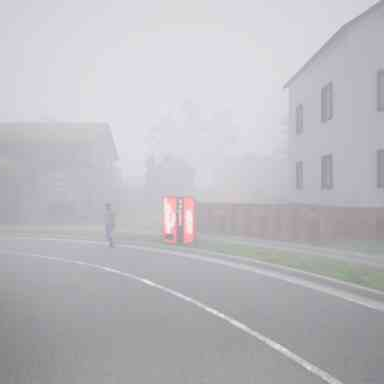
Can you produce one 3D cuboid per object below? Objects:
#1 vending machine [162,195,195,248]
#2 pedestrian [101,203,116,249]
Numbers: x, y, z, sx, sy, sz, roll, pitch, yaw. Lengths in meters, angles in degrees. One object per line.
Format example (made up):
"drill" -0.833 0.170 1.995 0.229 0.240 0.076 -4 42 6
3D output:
"vending machine" -0.548 1.178 14.004 0.880 2.100 1.100 0 0 38
"pedestrian" -3.178 1.278 12.956 0.375 1.860 0.375 0 0 33
